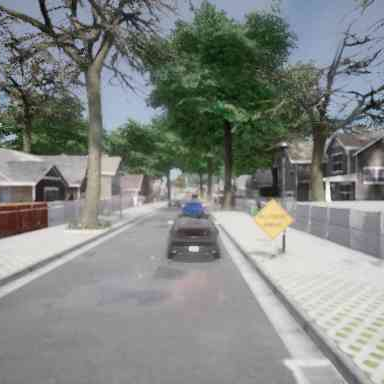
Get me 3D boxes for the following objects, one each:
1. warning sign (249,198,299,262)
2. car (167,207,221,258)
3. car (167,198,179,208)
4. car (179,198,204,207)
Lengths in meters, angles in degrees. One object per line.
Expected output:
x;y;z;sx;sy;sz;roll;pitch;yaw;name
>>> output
2.529;1.151;10.432;1.300;1.860;1.060;0;0;0;warning sign
0.076;1.552;12.993;1.837;1.490;4.892;0;0;0;car
-2.794;1.693;52.152;2.128;1.511;4.902;0;0;0;car
0.087;1.585;29.472;1.882;1.535;5.008;0;0;0;car
